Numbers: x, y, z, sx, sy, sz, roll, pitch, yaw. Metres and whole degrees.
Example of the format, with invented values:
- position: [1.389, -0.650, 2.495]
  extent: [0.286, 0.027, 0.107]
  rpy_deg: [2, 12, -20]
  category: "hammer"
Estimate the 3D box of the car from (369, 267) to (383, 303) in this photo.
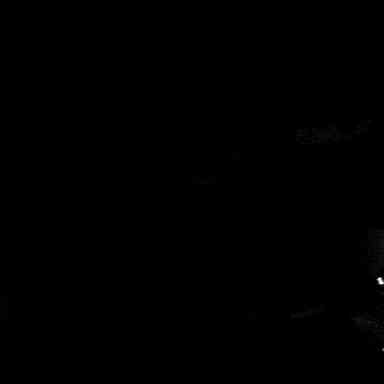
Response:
- position: [5.999, 1.553, 6.923]
  extent: [5.357, 1.411, 2.033]
  rpy_deg: [0, 0, -32]
  category: "car"
